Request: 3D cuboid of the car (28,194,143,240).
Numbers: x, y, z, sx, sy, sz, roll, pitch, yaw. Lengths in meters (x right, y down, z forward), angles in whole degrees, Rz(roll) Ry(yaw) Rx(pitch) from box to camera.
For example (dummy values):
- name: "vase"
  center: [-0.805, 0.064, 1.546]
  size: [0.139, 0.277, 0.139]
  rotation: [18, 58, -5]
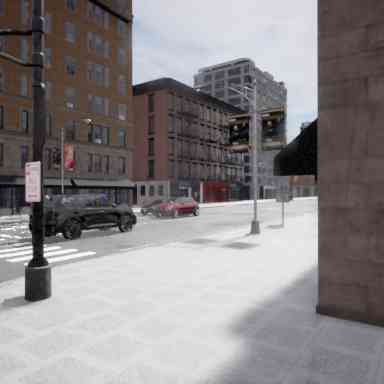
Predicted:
- name: "car"
  center: [-5.353, 1.168, 16.935]
  size: [2.150, 2.045, 5.566]
  rotation: [0, 0, 35]

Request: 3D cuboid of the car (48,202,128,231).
- name: "car"
  center: [-6.507, 1.467, 21.285]
  size: [1.812, 1.442, 4.674]
  rotation: [0, 0, 37]

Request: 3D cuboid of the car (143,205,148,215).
- name: "car"
  center: [-2.899, 1.428, 32.041]
  size: [1.812, 1.442, 4.674]
  rotation: [0, 0, 35]

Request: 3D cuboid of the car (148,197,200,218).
- name: "car"
  center: [-1.290, 1.255, 28.678]
  size: [2.097, 1.767, 4.553]
  rotation: [0, 0, 35]

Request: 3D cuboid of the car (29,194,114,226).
- name: "car"
  center: [-8.507, 1.165, 24.091]
  size: [2.150, 2.045, 5.566]
  rotation: [0, 0, 35]
